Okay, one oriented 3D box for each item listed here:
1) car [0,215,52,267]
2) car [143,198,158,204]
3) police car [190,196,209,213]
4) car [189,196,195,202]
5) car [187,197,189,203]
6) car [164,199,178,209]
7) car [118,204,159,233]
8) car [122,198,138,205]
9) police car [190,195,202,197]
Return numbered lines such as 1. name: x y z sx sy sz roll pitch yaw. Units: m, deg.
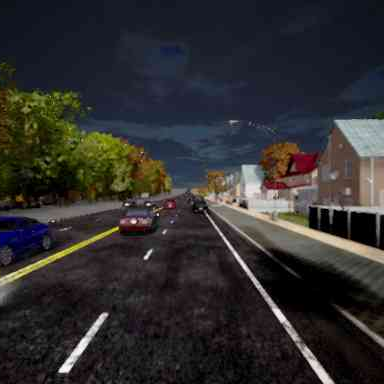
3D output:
1. car: -6.598 1.596 11.797 1.812 1.442 4.674 0 0 0
2. car: -6.559 1.783 52.593 2.128 1.511 4.902 0 0 0
3. police car: 0.977 1.650 39.755 1.930 1.638 5.238 0 0 0
4. car: 0.005 1.879 92.394 1.882 1.535 5.008 0 0 0
5. car: 0.004 1.769 73.425 1.837 1.490 4.892 0 0 0
6. car: -3.147 1.803 49.809 1.812 1.442 4.674 0 0 0
7. car: -3.148 1.668 20.423 2.033 1.411 5.357 0 0 0
8. car: -9.807 1.783 52.579 2.128 1.511 4.902 0 0 0
9. police car: 0.978 1.703 49.755 1.930 1.638 5.238 0 0 0
